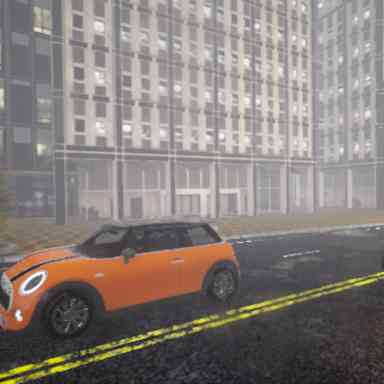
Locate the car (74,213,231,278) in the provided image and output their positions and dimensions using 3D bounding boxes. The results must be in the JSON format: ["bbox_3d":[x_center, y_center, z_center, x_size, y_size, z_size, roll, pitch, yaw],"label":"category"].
[{"bbox_3d":[-1.135,1.516,10.676,4.674,1.442,1.812,0,0,-34],"label":"car"}]

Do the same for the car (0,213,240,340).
[{"bbox_3d":[-1.259,1.345,6.660,4.553,1.767,2.097,0,0,-34],"label":"car"}]

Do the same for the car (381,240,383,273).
[{"bbox_3d":[6.811,1.231,7.928,5.566,2.045,2.150,0,0,-33],"label":"car"}]
